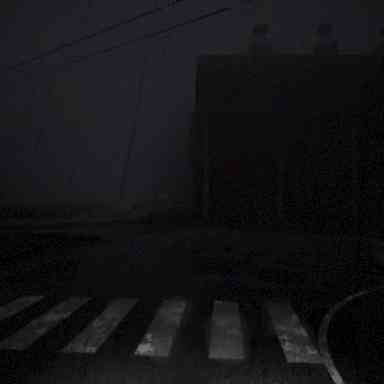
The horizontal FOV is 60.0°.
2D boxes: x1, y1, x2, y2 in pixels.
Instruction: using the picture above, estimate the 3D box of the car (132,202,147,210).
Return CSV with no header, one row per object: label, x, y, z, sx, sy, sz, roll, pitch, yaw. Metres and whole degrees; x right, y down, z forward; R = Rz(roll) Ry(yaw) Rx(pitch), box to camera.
car,-8.157,2.163,52.353,1.895,1.301,4.718,0,-1,-3
